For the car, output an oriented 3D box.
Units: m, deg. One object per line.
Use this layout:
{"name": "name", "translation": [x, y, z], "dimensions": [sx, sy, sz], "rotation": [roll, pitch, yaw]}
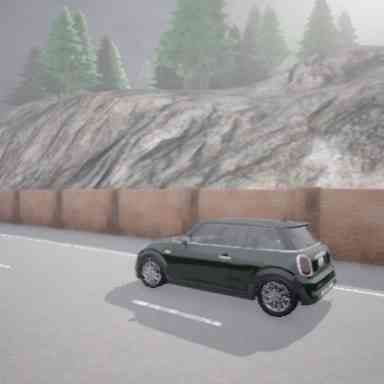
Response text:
{"name": "car", "translation": [0.784, 1.369, 7.735], "dimensions": [4.553, 1.767, 2.097], "rotation": [0, 0, 36]}
